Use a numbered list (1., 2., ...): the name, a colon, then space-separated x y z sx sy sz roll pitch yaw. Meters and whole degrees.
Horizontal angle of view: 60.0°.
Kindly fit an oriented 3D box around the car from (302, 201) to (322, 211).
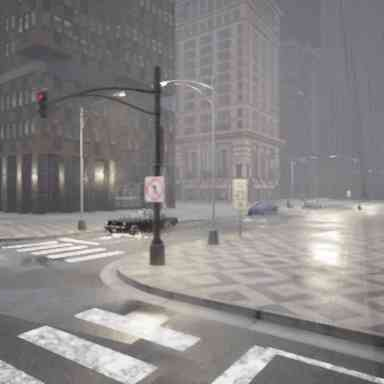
1. car: 17.771 1.961 49.066 1.994 1.385 4.181 0 0 35

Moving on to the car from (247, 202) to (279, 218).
1. car: 7.523 1.787 34.811 1.882 1.535 5.008 0 0 35

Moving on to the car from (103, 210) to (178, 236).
1. car: -2.984 1.804 20.036 1.895 1.301 4.718 0 0 35
